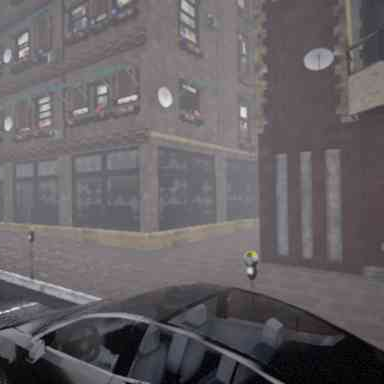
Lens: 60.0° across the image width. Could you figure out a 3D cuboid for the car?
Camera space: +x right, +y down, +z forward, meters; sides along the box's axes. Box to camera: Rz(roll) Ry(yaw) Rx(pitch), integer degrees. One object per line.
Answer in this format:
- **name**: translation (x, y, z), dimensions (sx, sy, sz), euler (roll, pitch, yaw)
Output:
- **car**: translation (-0.264, 1.564, 3.081), dimensions (4.313, 1.339, 1.947), euler (0, -1, 36)
